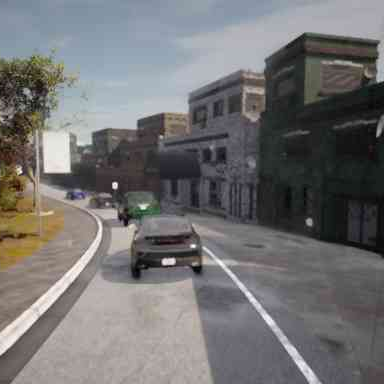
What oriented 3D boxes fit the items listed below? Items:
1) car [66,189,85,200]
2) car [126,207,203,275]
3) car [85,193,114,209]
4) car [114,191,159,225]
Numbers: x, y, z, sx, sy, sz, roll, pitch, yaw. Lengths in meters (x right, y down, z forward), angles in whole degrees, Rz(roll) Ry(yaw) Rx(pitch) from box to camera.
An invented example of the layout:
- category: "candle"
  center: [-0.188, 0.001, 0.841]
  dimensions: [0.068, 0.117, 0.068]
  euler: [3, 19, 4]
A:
- category: "car"
  center: [-15.979, 0.279, 45.729]
  dimensions: [1.812, 1.442, 4.674]
  euler: [-3, 5, -33]
- category: "car"
  center: [-0.860, 1.384, 10.164]
  dimensions: [1.837, 1.490, 4.892]
  euler: [-1, 0, -8]
- category: "car"
  center: [-9.605, 0.847, 35.351]
  dimensions: [1.837, 1.490, 4.892]
  euler: [-3, 4, -29]
- category: "car"
  center: [-3.648, 0.965, 22.044]
  dimensions: [2.150, 2.045, 5.566]
  euler: [-2, 2, -18]
